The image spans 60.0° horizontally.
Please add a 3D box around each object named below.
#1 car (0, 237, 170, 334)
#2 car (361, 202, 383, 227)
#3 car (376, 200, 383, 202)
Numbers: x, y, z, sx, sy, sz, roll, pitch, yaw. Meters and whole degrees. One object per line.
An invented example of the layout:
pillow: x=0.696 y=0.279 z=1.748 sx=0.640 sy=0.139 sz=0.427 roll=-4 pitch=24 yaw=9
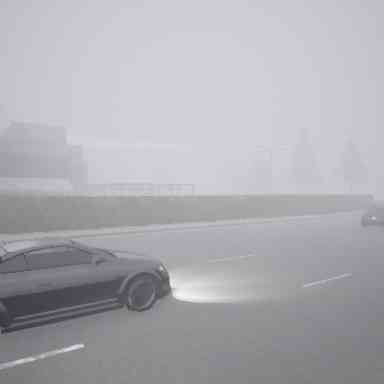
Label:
car: x=-2.502 y=1.564 z=6.262 sx=4.181 sy=1.385 sz=1.994 roll=0 pitch=0 yaw=-35
car: x=12.719 y=1.564 z=21.415 sx=4.181 sy=1.385 sz=1.994 roll=0 pitch=0 yaw=-36
car: x=17.063 y=1.477 z=29.020 sx=5.008 sy=1.535 sz=1.882 roll=0 pitch=0 yaw=-38
